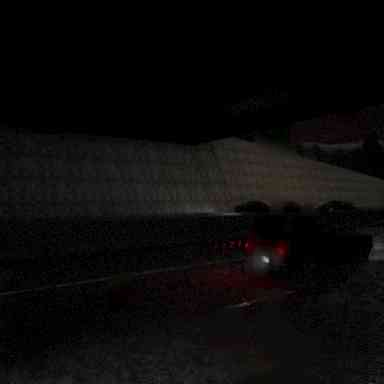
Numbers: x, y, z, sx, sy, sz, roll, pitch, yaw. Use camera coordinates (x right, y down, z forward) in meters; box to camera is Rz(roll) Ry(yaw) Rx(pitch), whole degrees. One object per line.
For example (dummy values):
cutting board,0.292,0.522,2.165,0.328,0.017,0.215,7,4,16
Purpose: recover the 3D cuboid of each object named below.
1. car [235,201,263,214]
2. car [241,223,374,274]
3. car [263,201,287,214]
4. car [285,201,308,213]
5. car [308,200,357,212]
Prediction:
car,7.173,1.755,39.178,4.674,1.442,1.812,1,0,-36
car,3.914,1.676,10.838,4.718,1.301,1.895,1,0,-35
car,10.601,1.769,37.326,4.674,1.442,1.812,1,0,-35
car,12.062,1.839,34.071,4.718,1.301,1.895,1,0,-35
car,13.187,1.581,30.574,4.553,1.767,2.097,1,0,-35
